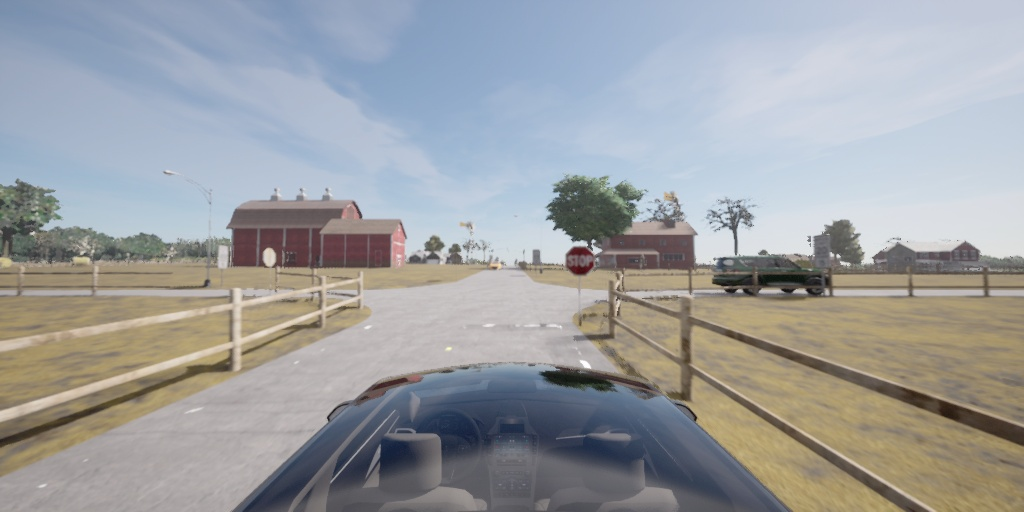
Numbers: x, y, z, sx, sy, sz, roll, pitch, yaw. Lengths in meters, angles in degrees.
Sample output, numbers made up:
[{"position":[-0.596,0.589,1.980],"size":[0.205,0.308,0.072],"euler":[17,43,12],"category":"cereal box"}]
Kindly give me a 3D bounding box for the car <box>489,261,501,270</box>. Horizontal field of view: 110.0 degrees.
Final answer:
[{"position":[-2.841,1.666,61.627],"size":[1.882,1.535,5.008],"euler":[0,-1,1],"category":"car"}]

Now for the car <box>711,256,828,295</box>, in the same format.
[{"position":[13.901,1.031,19.509],"size":[5.566,2.045,2.150],"euler":[0,-3,0],"category":"car"}]
